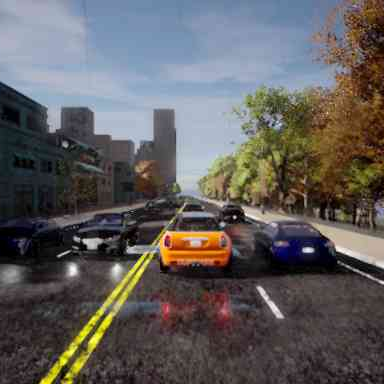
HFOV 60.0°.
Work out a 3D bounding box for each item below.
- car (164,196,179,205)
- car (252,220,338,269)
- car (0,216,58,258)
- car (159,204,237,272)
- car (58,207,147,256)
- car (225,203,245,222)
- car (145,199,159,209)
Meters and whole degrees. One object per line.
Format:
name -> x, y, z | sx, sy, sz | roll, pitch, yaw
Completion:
car -> -3.317, 1.679, 55.199 | 2.150, 2.045, 5.566 | 0, 0, 0
car -> 3.348, 1.661, 11.576 | 1.994, 1.385, 4.181 | 0, 0, 0
car -> -6.602, 1.674, 13.162 | 1.994, 1.385, 4.181 | 0, 0, 0
car -> 0.098, 1.447, 11.272 | 2.097, 1.767, 4.553 | 0, 0, 0
car -> -3.352, 1.606, 13.636 | 2.128, 1.511, 4.902 | 0, 0, 0
car -> 3.346, 1.741, 28.404 | 1.837, 1.490, 4.892 | 0, 0, 0
car -> -6.568, 1.950, 55.265 | 2.128, 1.511, 4.902 | 0, 0, 0
